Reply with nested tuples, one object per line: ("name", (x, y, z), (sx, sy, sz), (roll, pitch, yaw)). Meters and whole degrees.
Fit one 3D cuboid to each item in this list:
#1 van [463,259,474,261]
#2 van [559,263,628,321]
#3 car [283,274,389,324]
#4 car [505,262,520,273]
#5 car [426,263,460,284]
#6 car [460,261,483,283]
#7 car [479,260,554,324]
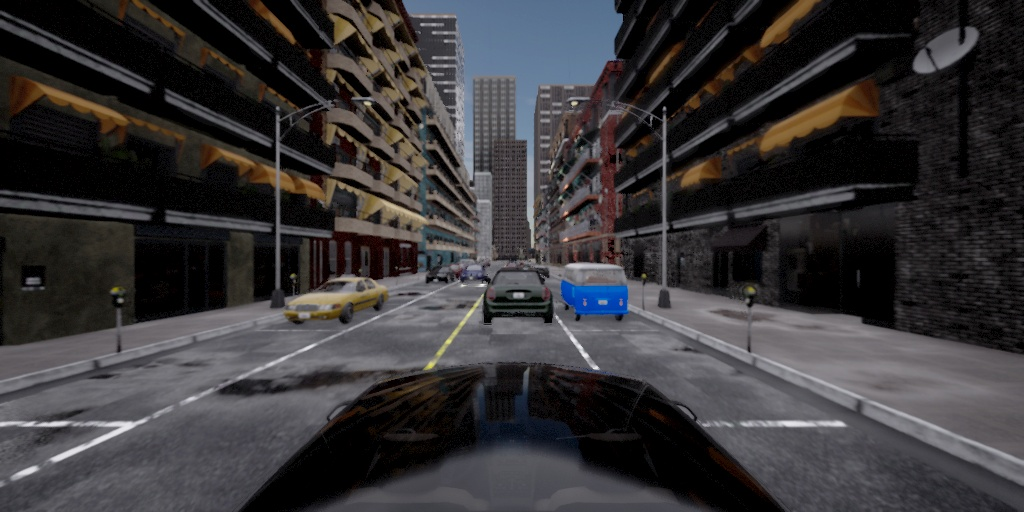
("van", (-5.705, 1.313, 45.557), (1.690, 1.789, 3.998), (0, 0, 0))
("van", (2.685, 1.144, 12.407), (1.690, 1.789, 3.998), (0, 0, 0))
("car", (-5.696, 1.329, 12.247), (1.751, 1.417, 4.829), (0, 0, 0))
("car", (0.088, 1.549, 48.084), (1.994, 1.385, 4.181), (0, 0, 0))
("car", (-5.700, 1.453, 28.986), (1.948, 1.339, 4.313), (0, 0, 0))
("car", (-3.099, 1.415, 29.545), (1.812, 1.442, 4.674), (0, 0, 0))
("car", (0.133, 1.155, 12.367), (2.097, 1.767, 4.553), (0, 0, -2))
